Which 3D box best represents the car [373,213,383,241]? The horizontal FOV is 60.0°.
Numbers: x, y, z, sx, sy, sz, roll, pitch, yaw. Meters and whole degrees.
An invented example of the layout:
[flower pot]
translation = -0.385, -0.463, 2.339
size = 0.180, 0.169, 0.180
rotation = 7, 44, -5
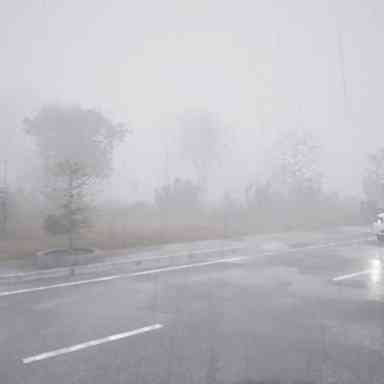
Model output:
[car]
translation = 11.022, 1.317, 16.015
size = 5.566, 2.045, 2.150
rotation = 1, 0, -35
